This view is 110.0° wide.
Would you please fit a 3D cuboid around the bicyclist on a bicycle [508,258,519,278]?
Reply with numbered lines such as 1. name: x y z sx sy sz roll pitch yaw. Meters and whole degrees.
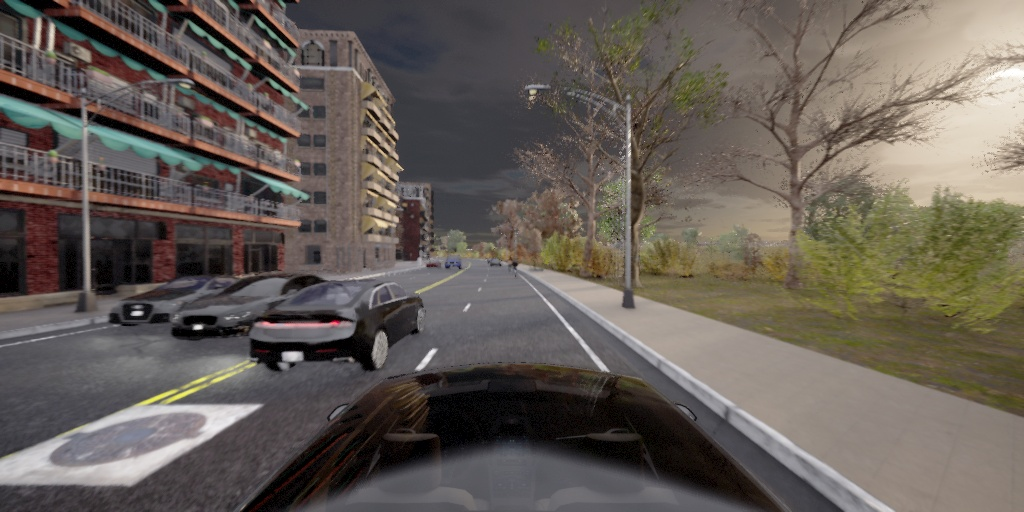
1. bicyclist on a bicycle: 0.273 1.056 31.295 0.659 1.776 1.843 0 0 -2

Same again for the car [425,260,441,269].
1. car: -11.770 1.267 53.970 1.895 1.301 4.718 0 0 -4

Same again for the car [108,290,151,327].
1. car: -9.927 1.319 11.467 1.994 1.385 4.181 0 0 -1

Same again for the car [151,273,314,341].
1. car: -6.658 1.254 9.997 1.837 1.490 4.892 0 0 -1

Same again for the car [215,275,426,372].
1. car: -3.189 1.237 7.612 2.128 1.511 4.902 0 0 0

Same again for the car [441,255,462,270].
1. car: -8.349 0.880 51.569 2.150 2.045 5.566 0 0 -4

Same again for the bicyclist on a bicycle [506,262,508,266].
1. bicyclist on a bicycle: -0.251 1.098 41.576 0.866 1.612 1.509 0 0 -3
